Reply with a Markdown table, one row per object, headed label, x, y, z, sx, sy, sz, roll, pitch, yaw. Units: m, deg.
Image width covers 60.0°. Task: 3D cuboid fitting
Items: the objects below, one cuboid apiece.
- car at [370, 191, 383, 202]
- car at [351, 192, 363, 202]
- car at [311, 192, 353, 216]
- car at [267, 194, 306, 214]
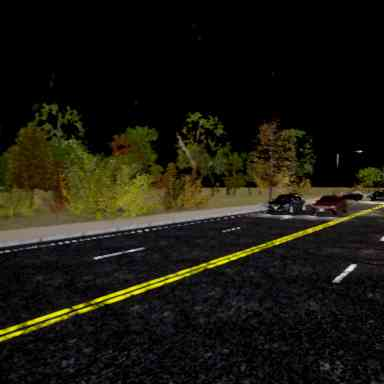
| label | x | y | z | sx | sy | sz | roll | pitch | yaw |
| --- | --- | --- | --- | --- | --- | --- | --- | --- | --- |
| car | 25.675 | 0.583 | 45.412 | 1.837 | 1.490 | 4.892 | 1 | 1 | 37 |
| car | 22.613 | 0.645 | 46.763 | 1.895 | 1.301 | 4.718 | 1 | 1 | 37 |
| car | 10.756 | 0.996 | 25.806 | 1.812 | 1.442 | 4.674 | 1 | 2 | 37 |
| car | 7.852 | 0.942 | 27.335 | 1.837 | 1.490 | 4.892 | 1 | 1 | 37 |
